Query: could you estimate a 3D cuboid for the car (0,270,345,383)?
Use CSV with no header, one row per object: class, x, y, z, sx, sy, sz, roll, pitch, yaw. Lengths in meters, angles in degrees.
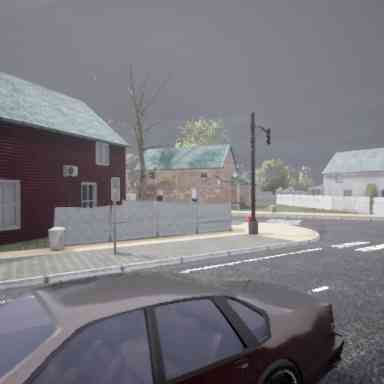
car,-0.798,1.548,2.995,5.357,1.411,2.033,0,0,-36
